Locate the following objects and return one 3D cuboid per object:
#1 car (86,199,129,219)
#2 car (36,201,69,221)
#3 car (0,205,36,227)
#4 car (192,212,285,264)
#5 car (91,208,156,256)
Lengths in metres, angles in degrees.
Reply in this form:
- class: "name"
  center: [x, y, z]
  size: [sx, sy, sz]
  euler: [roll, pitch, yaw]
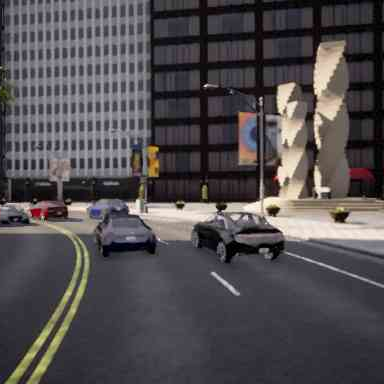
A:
- class: "car"
  center: [-6.977, 1.349, 27.349]
  size: [2.097, 1.767, 4.553]
  euler: [-1, 0, -38]
- class: "car"
  center: [-12.111, 1.509, 27.882]
  size: [1.882, 1.535, 5.008]
  euler: [0, 0, -44]
- class: "car"
  center: [-12.757, 1.609, 23.147]
  size: [1.994, 1.385, 4.181]
  euler: [0, 0, -41]
- class: "car"
  center: [1.401, 1.459, 11.847]
  size: [2.128, 1.511, 4.902]
  euler: [0, 0, -16]
- class: "car"
  center: [-2.769, 1.558, 13.290]
  size: [1.994, 1.385, 4.181]
  euler: [0, 0, -20]
